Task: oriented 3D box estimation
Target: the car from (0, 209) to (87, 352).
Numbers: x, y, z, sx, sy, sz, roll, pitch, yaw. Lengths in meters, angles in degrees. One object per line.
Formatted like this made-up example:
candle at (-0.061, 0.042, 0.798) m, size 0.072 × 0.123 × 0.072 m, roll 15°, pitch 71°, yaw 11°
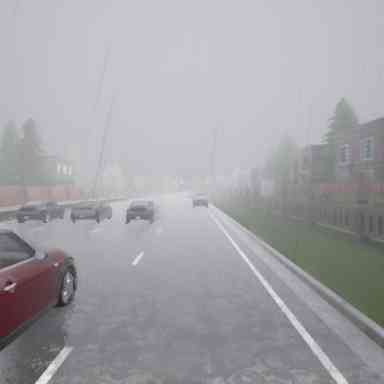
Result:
car at (-3.400, 1.315, 4.961) m, size 2.097 × 1.767 × 4.553 m, roll 0°, pitch 0°, yaw 0°

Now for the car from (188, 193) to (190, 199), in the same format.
car at (0.010, 0.871, 74.906) m, size 1.895 × 1.301 × 4.718 m, roll 0°, pitch 0°, yaw 0°

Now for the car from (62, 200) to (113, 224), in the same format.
car at (-6.899, 1.324, 23.249) m, size 2.128 × 1.511 × 4.902 m, roll 0°, pitch 0°, yaw 0°

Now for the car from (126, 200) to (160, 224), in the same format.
car at (-3.398, 1.336, 23.324) m, size 1.837 × 1.490 × 4.892 m, roll 0°, pitch 0°, yaw 0°

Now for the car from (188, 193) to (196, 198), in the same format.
car at (0.010, 0.873, 89.551) m, size 2.033 × 1.411 × 5.357 m, roll 0°, pitch 0°, yaw 0°

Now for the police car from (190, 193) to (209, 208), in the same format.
police car at (1.054, 1.124, 41.805) m, size 1.930 × 1.638 × 5.238 m, roll 0°, pitch 0°, yaw 0°

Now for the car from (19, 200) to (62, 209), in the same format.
car at (-10.398, 1.337, 23.329) m, size 1.837 × 1.490 × 4.892 m, roll 0°, pitch 0°, yaw 0°

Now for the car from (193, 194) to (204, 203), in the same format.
car at (1.056, 1.111, 57.695) m, size 1.812 × 1.442 × 4.674 m, roll 0°, pitch 0°, yaw 0°
